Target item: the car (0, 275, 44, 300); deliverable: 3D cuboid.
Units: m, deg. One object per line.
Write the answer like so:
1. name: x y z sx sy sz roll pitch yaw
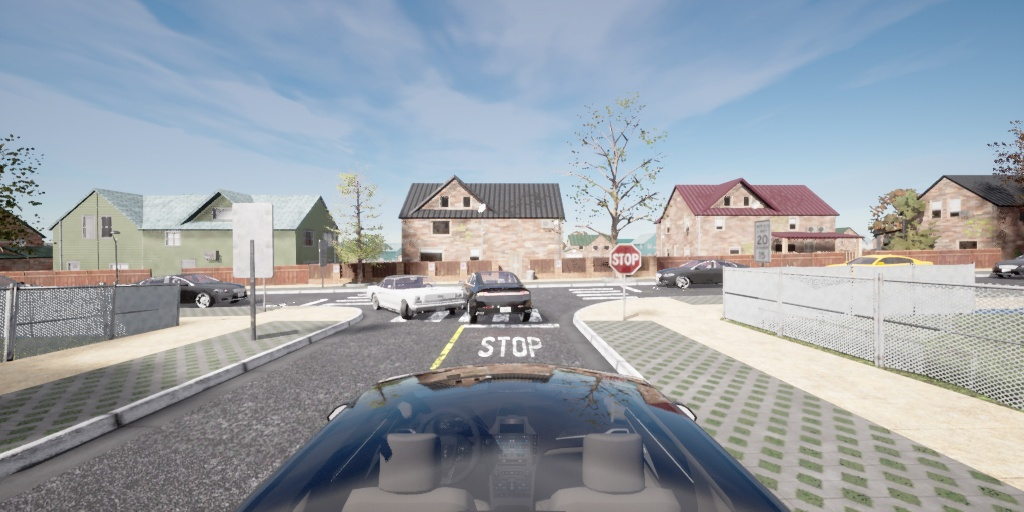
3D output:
1. car: -24.233 1.648 16.402 4.553 1.767 2.097 -1 1 0

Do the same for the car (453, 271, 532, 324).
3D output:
1. car: -0.680 1.242 12.078 2.128 1.511 4.902 0 0 -12

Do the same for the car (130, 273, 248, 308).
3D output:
1. car: -14.895 1.566 16.439 4.902 1.511 2.128 -1 1 0

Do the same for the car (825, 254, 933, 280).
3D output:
1. car: 19.769 0.690 19.514 5.008 1.535 1.882 -1 1 -1

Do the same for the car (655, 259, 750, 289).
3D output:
1. car: 10.339 0.925 19.481 4.902 1.511 2.128 -1 1 0

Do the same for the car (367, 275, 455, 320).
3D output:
1. car: -3.597 1.367 12.938 1.895 1.301 4.718 0 0 -38

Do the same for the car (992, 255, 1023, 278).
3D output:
1. car: 29.393 0.478 19.546 4.902 1.511 2.128 -1 1 0
